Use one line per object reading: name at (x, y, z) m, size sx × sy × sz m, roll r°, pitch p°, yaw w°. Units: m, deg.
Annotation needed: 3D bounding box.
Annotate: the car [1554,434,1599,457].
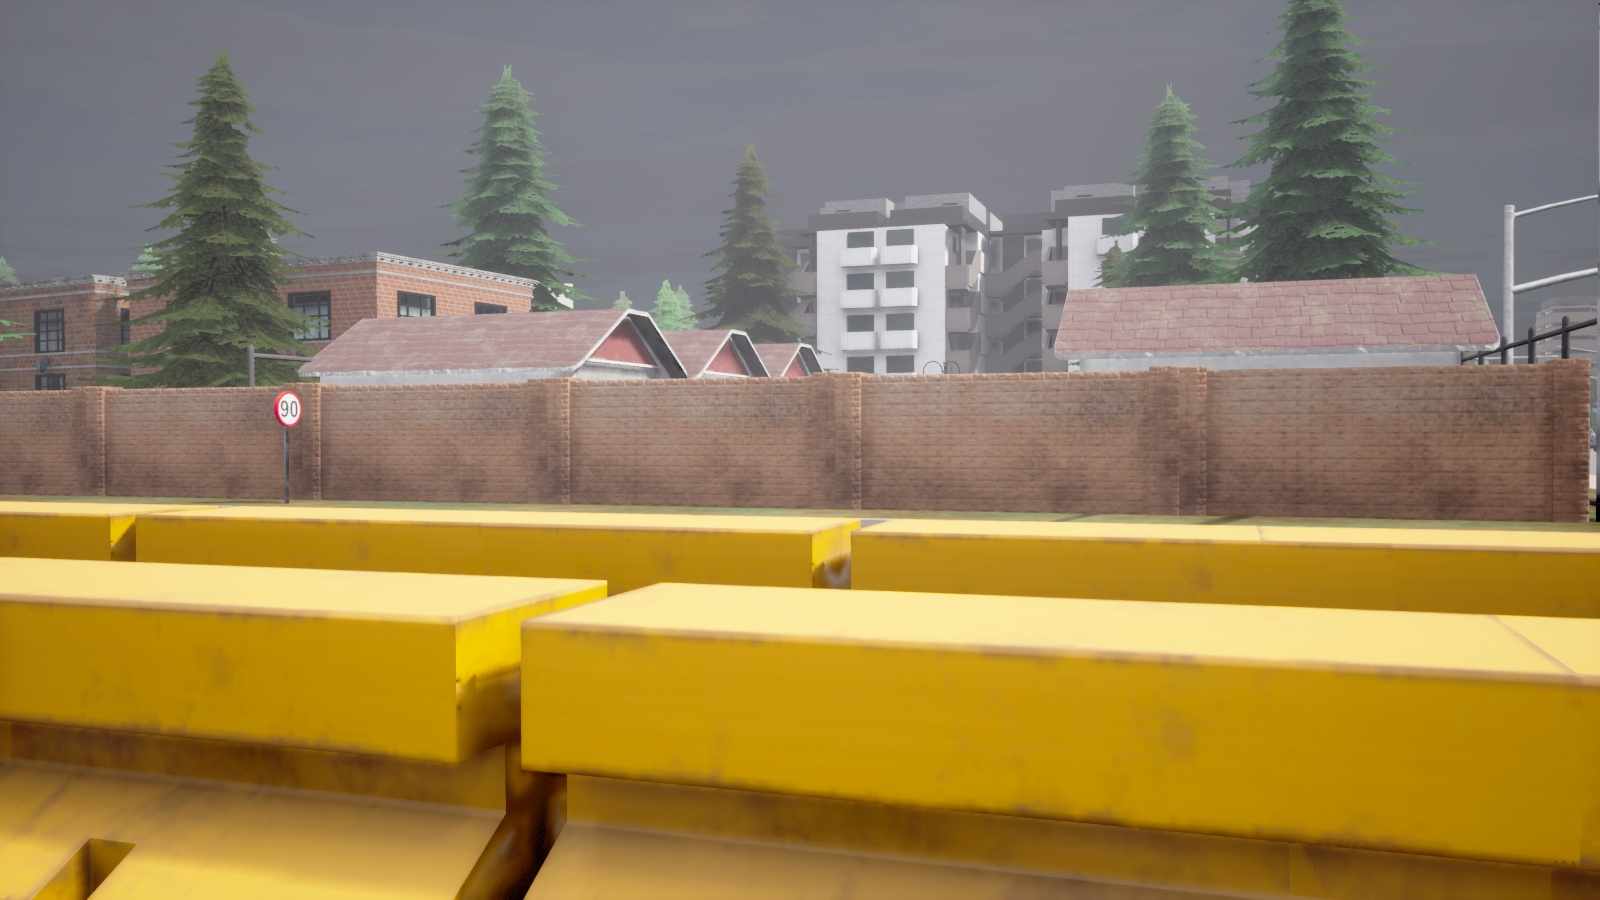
car at (50.429, -0.323, 81.439) m, size 1.970 × 1.475 × 3.806 m, roll 1°, pitch 1°, yaw 20°
